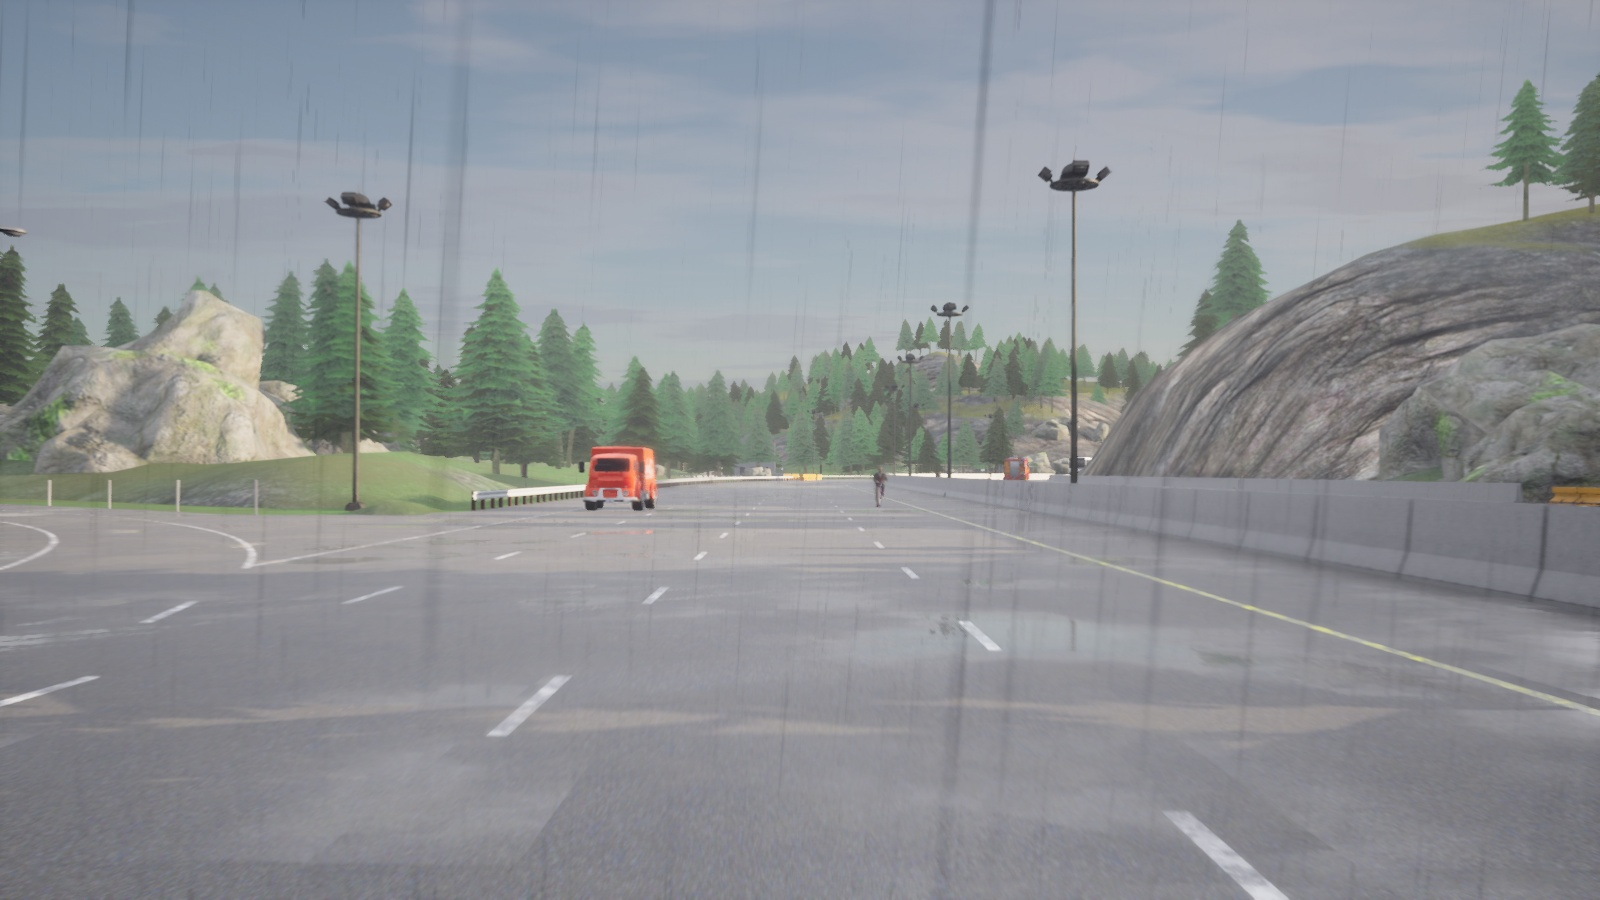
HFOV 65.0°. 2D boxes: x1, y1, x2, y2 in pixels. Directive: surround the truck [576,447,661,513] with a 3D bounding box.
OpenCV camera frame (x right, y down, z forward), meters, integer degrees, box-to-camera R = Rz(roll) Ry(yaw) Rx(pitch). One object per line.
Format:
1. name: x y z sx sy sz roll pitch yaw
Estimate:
1. truck: -7.123 1.188 49.857 2.627 2.467 5.204 0 -1 0
